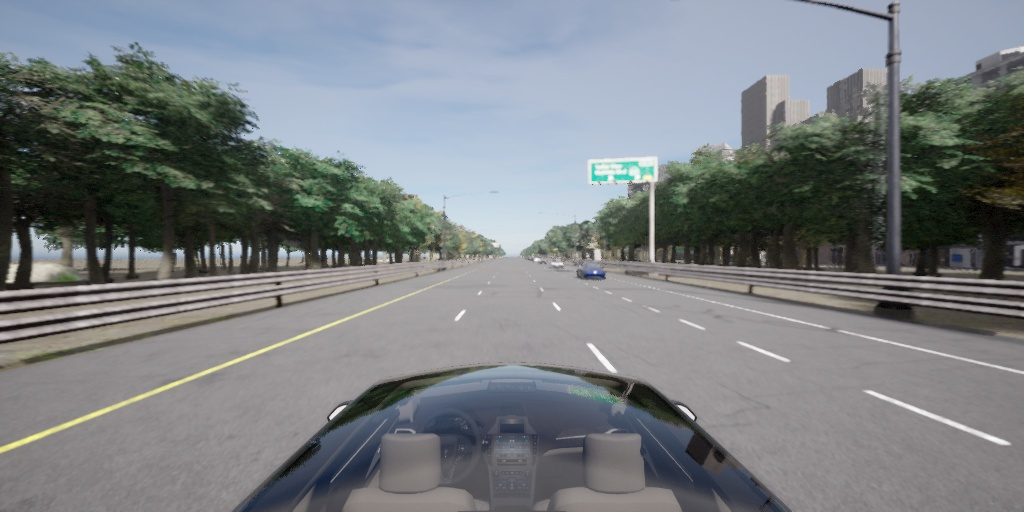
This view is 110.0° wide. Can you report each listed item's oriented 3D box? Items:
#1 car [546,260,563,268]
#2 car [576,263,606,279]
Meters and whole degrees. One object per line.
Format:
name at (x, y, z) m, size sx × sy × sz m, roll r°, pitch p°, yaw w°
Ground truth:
car at (7.099, 1.334, 58.246) m, size 1.895 × 1.301 × 4.718 m, roll 0°, pitch 0°, yaw 0°
car at (7.046, 1.308, 32.341) m, size 1.994 × 1.385 × 4.181 m, roll 0°, pitch 0°, yaw 0°
